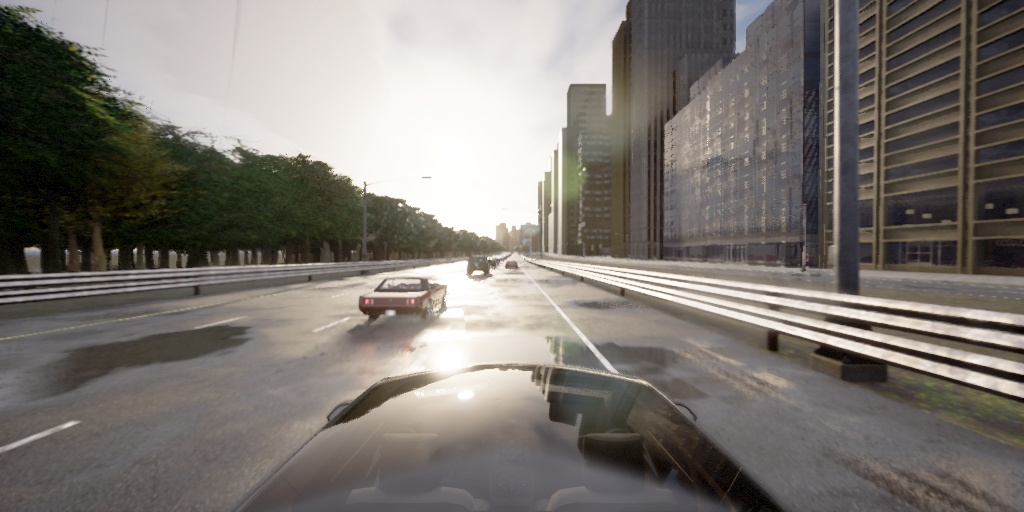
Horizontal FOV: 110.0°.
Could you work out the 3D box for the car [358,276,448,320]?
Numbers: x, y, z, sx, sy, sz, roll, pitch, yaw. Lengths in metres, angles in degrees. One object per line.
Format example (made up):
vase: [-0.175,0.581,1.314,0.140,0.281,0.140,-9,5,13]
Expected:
car: [-3.504,1.352,12.580,1.895,1.301,4.718,0,0,0]

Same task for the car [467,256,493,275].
car: [-3.566,0.984,38.617,2.150,2.045,5.566,0,0,0]

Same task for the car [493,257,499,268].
car: [-3.686,1.267,62.978,1.837,1.490,4.892,0,0,0]

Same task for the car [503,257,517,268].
car: [-0.075,1.324,61.396,1.994,1.385,4.181,0,0,0]
